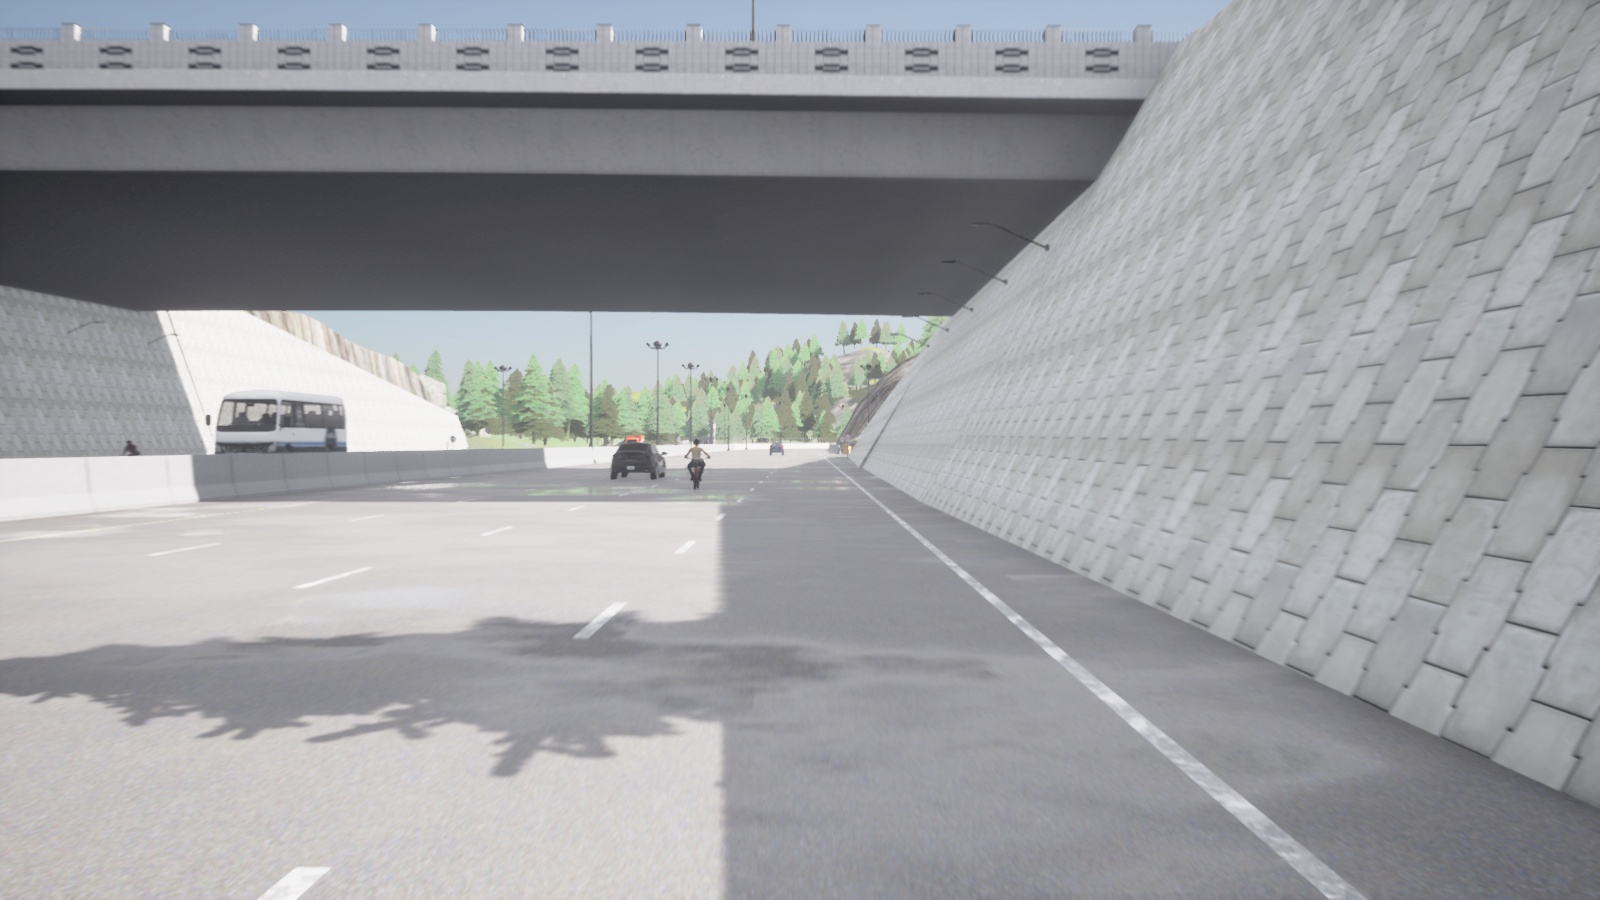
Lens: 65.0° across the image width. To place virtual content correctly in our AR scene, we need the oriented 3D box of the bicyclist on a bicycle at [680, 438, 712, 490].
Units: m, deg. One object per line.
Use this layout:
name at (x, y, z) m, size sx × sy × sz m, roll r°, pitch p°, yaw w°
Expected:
bicyclist on a bicycle at (-3.266, 0.437, 39.566) m, size 0.866 × 1.612 × 1.509 m, roll 0°, pitch 0°, yaw 1°

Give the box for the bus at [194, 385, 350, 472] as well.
bus at (-27.625, -1.061, 66.463) m, size 3.944 × 4.253 × 10.273 m, roll 0°, pitch 0°, yaw 0°

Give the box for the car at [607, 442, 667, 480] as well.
car at (-6.692, 0.426, 51.991) m, size 1.837 × 1.490 × 4.892 m, roll 0°, pitch 0°, yaw 0°
